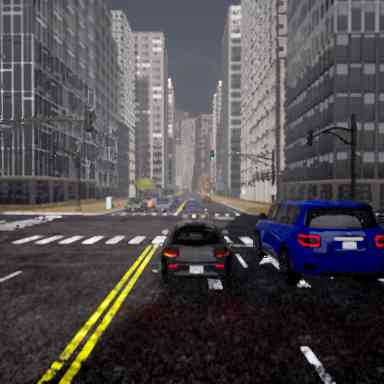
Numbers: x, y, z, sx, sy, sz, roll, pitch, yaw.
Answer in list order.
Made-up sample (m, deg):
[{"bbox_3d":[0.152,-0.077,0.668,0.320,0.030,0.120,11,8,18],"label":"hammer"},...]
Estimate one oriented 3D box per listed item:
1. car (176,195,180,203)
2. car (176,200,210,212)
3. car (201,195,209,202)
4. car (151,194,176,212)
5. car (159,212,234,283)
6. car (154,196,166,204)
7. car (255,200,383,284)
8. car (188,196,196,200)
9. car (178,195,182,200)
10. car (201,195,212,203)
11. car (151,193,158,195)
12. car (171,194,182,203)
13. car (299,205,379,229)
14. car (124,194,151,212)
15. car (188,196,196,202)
[{"bbox_3d":[-3.325,1.596,49.230,2.033,1.411,5.357,0,0,0],"label":"car"},{"bbox_3d":[0.122,1.594,24.464,2.033,1.411,5.357,1,1,0],"label":"car"},{"bbox_3d":[3.265,1.586,81.878,1.812,1.442,4.674,0,0,0],"label":"car"},{"bbox_3d":[-3.338,1.394,39.758,2.097,1.767,4.553,0,0,0],"label":"car"},{"bbox_3d":[0.101,1.538,9.583,1.812,1.442,4.674,0,0,0],"label":"car"},{"bbox_3d":[-6.489,1.603,68.360,2.033,1.411,5.357,0,0,0],"label":"car"},{"bbox_3d":[3.349,1.234,9.773,2.150,2.045,5.566,0,0,0],"label":"car"},{"bbox_3d":[0.013,1.600,72.679,2.033,1.411,5.357,0,0,0],"label":"car"},{"bbox_3d":[-3.258,1.618,59.197,1.994,1.385,4.181,0,0,1],"label":"car"},{"bbox_3d":[3.263,1.537,71.861,1.882,1.535,5.008,0,0,0],"label":"car"},{"bbox_3d":[-6.576,1.400,48.352,2.097,1.767,4.553,0,0,0],"label":"car"},{"bbox_3d":[-3.238,1.414,69.255,2.097,1.767,4.553,0,0,0],"label":"car"},{"bbox_3d":[10.055,1.663,22.851,4.892,1.490,1.837,0,-2,-13],"label":"car"},{"bbox_3d":[-6.620,1.394,39.713,2.097,1.767,4.553,0,0,1],"label":"car"},{"bbox_3d":[0.015,1.614,82.576,1.994,1.385,4.181,0,0,0],"label":"car"}]
